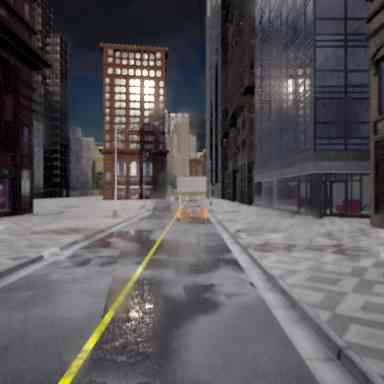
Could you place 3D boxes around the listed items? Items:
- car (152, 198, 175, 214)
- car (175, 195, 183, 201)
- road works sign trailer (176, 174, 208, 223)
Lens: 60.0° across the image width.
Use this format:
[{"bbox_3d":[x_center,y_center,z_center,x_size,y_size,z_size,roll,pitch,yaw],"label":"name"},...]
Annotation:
[{"bbox_3d":[-3.096,1.510,35.493,1.837,1.490,4.892,0,0,0],"label":"car"},{"bbox_3d":[-3.008,1.322,76.170,2.033,1.411,5.357,0,0,0],"label":"car"},{"bbox_3d":[-0.002,0.463,25.367,2.380,3.560,2.880,0,0,0],"label":"road works sign trailer"}]
